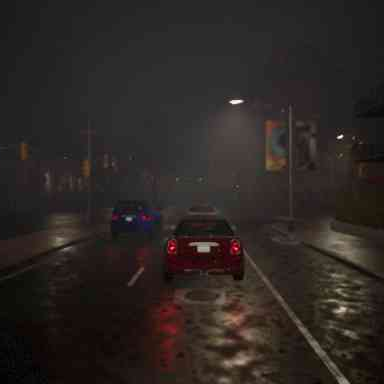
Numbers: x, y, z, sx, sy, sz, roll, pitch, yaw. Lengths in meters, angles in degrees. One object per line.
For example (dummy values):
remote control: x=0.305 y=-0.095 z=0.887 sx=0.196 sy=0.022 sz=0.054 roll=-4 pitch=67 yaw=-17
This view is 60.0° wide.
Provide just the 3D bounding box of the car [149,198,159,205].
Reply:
car: x=-9.417 y=2.329 z=82.288 sx=1.812 sy=1.442 sz=4.674 roll=0 pitch=-1 yaw=1

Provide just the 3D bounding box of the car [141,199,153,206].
car: x=-9.675 y=2.257 z=72.251 sx=1.994 sy=1.385 sz=4.181 roll=0 pitch=-1 yaw=1

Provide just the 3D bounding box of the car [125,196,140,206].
car: x=-13.128 y=1.944 z=74.140 sx=2.150 sy=2.045 sz=5.566 roll=0 pitch=-1 yaw=1

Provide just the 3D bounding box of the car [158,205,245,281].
car: x=0.346 y=1.456 z=10.354 sx=2.097 sy=1.767 sz=4.553 roll=0 pitch=-1 yaw=1

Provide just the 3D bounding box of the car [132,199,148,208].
car: x=-9.922 y=2.108 z=63.351 sx=2.128 sy=1.511 sz=4.902 roll=0 pitch=-1 yaw=2

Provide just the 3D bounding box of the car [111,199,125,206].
car: x=-16.380 y=2.309 z=74.083 sx=1.895 sy=1.301 sz=4.718 roll=0 pitch=-1 yaw=1

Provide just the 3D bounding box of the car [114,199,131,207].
car: x=-13.381 y=2.113 z=64.375 sx=2.128 sy=1.511 sz=4.902 roll=0 pitch=-1 yaw=2

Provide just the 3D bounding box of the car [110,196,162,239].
car: x=-2.967 y=1.406 z=18.589 sx=2.150 sy=2.045 sz=5.566 roll=0 pitch=0 yaw=1
